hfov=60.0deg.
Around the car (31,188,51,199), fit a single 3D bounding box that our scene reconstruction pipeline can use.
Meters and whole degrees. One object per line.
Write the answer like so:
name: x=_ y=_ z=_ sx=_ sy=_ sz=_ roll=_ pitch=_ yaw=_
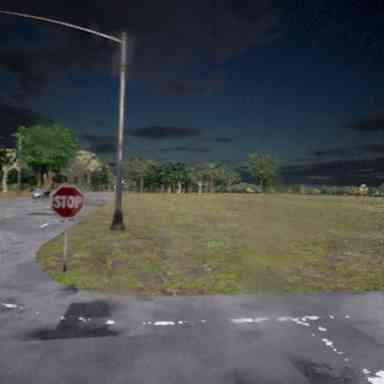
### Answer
car: x=-22.138 y=0.222 z=48.947 sx=2.128 sy=1.511 sz=4.902 roll=2 pitch=0 yaw=-9
